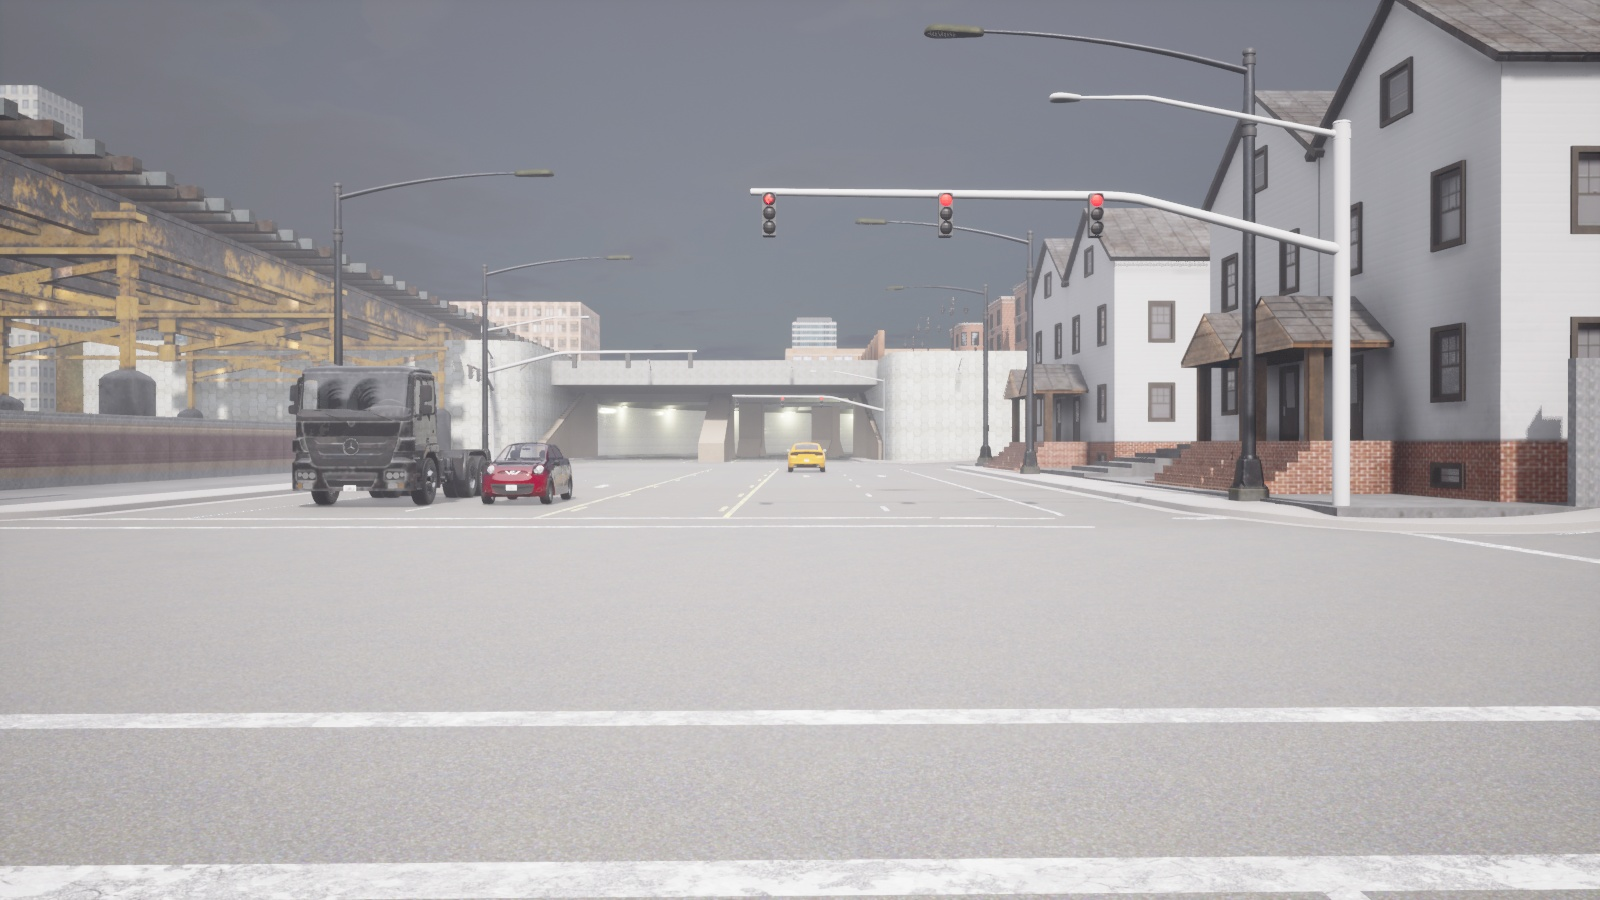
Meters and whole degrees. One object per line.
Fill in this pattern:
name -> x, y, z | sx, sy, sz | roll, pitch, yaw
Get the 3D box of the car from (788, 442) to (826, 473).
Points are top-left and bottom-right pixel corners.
car -> 0.343, 0.357, 65.105 | 1.882, 1.535, 5.008 | 0, 0, 0

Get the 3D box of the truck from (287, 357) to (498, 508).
truck -> -10.319, -0.429, 32.822 | 2.891, 3.462, 7.936 | 0, 0, 0

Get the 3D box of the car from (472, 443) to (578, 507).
car -> -6.827, 0.577, 31.538 | 1.845, 1.501, 3.633 | 0, 0, 0
